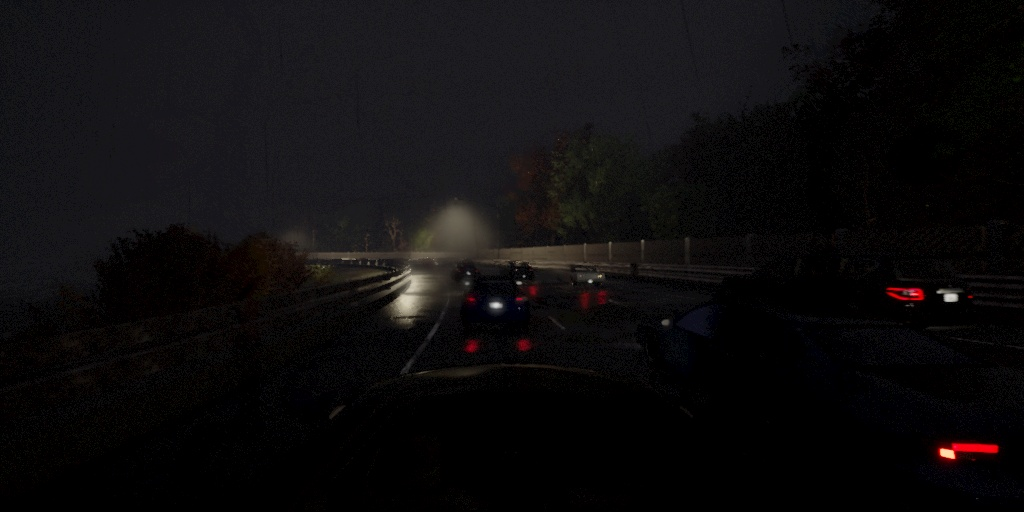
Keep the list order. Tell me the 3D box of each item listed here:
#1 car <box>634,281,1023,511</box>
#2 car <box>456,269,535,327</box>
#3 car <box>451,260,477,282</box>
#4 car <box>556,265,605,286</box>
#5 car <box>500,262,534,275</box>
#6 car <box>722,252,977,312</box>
[{"bbox_3d":[3.438,1.277,4.769,2.033,1.411,5.357,0,0,-2],"label":"car"},{"bbox_3d":[-0.592,1.299,11.592,1.994,1.385,4.181,0,0,-5],"label":"car"},{"bbox_3d":[-3.712,1.283,28.563,1.994,1.385,4.181,0,0,-15],"label":"car"},{"bbox_3d":[4.490,1.291,24.495,1.895,1.301,4.718,0,0,-10],"label":"car"},{"bbox_3d":[0.278,1.196,27.233,2.128,1.511,4.902,0,0,-14],"label":"car"},{"bbox_3d":[8.322,0.922,9.827,2.150,2.045,5.566,0,0,-10],"label":"car"}]
